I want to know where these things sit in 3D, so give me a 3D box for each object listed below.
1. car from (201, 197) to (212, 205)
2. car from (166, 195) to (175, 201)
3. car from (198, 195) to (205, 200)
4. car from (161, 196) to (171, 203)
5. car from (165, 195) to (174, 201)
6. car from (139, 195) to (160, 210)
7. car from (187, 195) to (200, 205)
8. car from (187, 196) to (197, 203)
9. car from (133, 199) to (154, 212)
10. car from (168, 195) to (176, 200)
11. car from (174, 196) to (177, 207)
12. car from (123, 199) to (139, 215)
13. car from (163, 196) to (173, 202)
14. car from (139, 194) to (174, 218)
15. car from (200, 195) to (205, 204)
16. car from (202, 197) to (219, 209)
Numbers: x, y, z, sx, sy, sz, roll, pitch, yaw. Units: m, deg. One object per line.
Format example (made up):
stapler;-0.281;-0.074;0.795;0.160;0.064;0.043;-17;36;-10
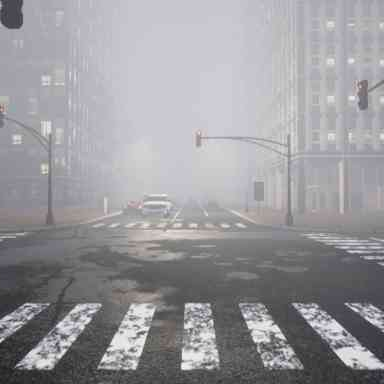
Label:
car;2.675;1.590;61.643;1.947;1.339;4.313;1;0;0
car;-5.718;1.586;89.446;2.008;1.369;4.403;1;0;0
car;2.660;1.583;95.106;1.887;1.381;4.507;1;0;0
car;-5.710;1.573;72.720;1.887;1.381;4.507;1;0;0
car;-5.715;1.578;83.871;1.887;1.381;4.507;1;0;0
car;-5.692;1.332;44.845;2.192;1.841;5.009;1;0;0
car;0.069;1.570;59.462;2.033;1.411;5.357;0;0;0
car;0.044;1.589;70.917;1.994;1.385;4.181;0;0;0
car;-5.695;1.597;39.269;1.802;1.307;4.206;1;0;0
car;-5.721;1.604;95.021;1.947;1.339;4.313;1;0;0
car;-3.116;1.541;40.183;1.812;1.442;4.674;0;0;0
car;-5.690;1.453;33.694;1.967;1.590;4.097;1;0;0
car;-5.712;1.581;78.296;2.008;1.369;4.403;1;0;0
car;-3.111;1.233;30.261;2.150;2.045;5.566;0;0;0
car;2.679;1.547;56.236;1.752;1.417;4.829;1;0;0
car;2.682;1.599;44.910;1.802;1.307;4.206;1;0;0
